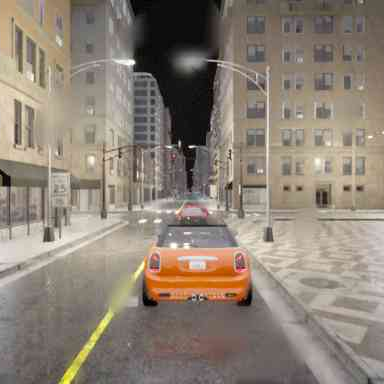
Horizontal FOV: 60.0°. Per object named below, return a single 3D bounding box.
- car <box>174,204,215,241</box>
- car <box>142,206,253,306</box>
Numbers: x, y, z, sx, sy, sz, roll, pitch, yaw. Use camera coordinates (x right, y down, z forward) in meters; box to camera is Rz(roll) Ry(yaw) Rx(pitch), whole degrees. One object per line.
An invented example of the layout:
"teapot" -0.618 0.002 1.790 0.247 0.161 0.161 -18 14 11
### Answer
"car" 0.096 1.475 17.766 1.882 1.535 5.008 0 0 0
"car" 0.094 1.351 8.166 2.097 1.767 4.553 0 0 0
